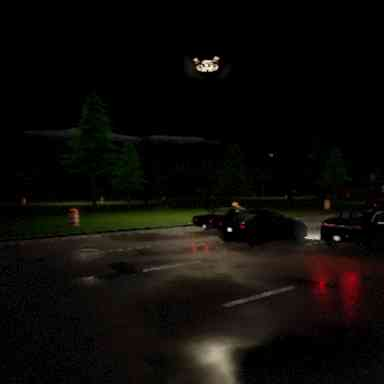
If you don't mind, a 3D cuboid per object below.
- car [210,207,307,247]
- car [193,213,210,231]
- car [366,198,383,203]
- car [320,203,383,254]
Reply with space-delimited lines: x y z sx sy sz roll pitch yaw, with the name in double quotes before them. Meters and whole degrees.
"car" 3.157 1.481 14.608 4.181 1.385 1.994 -1 0 -35
"car" 2.450 1.504 18.780 4.718 1.301 1.895 -1 0 -36
"car" 16.713 1.273 28.883 4.892 1.490 1.837 0 0 -35
"car" 7.055 1.391 13.084 4.902 1.511 2.128 -1 0 -35
